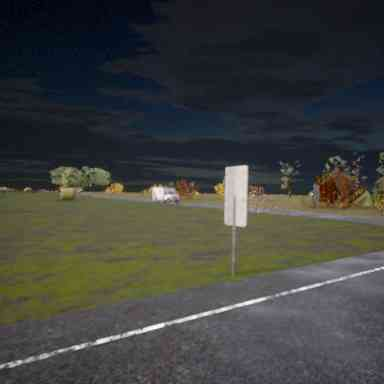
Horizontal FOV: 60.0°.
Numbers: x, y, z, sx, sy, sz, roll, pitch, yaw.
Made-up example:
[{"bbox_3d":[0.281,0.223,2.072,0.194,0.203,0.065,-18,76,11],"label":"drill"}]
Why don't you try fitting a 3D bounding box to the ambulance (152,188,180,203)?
[{"bbox_3d":[-4.271,0.547,55.459,2.351,2.431,6.366,2,0,-32],"label":"ambulance"}]
